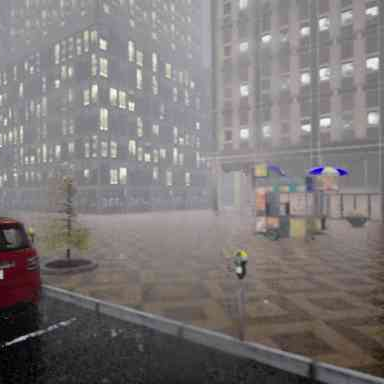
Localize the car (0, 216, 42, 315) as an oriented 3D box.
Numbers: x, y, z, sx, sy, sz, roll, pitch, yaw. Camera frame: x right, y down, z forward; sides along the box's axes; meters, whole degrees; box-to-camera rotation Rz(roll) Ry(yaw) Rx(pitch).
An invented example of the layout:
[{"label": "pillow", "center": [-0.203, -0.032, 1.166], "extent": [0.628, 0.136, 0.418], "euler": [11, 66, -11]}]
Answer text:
[{"label": "car", "center": [-4.914, 1.358, 6.385], "extent": [5.009, 1.841, 2.192], "euler": [0, 0, 35]}]
